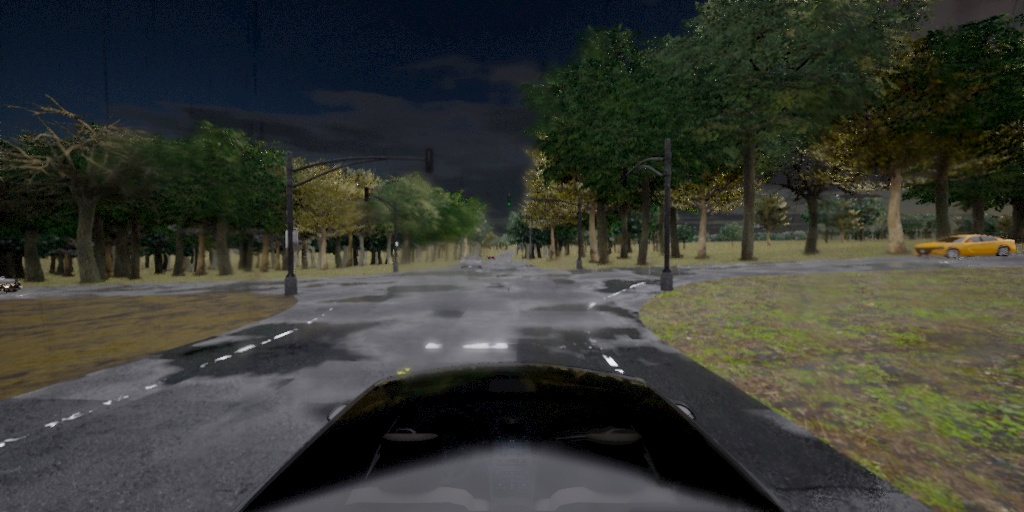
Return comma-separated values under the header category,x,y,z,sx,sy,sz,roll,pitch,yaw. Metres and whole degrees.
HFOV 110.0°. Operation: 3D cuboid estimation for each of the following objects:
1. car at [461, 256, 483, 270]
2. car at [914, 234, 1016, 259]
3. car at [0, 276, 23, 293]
category,x,y,z,sx,sy,sz,roll,pitch,yaw
car,-3.887,0.643,35.466,1.895,1.301,4.718,0,1,-1
car,29.730,-0.635,23.664,5.008,1.535,1.882,-2,1,2
car,-33.891,1.740,22.466,4.892,1.490,1.837,-2,1,2
